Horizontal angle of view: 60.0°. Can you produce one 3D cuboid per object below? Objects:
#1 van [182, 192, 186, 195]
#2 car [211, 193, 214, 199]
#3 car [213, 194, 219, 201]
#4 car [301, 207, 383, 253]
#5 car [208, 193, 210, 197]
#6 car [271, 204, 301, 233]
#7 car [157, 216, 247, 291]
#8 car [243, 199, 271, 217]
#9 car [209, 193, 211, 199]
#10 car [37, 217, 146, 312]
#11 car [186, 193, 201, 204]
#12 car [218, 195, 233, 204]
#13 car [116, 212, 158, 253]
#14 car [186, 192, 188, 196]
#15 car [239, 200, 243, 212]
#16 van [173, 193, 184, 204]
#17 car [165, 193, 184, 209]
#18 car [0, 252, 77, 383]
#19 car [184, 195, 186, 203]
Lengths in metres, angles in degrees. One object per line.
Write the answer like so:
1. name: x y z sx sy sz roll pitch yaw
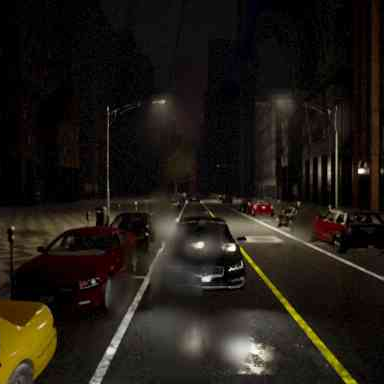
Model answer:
1. van: -2.334 1.172 53.150 1.690 1.788 3.998 0 0 0
2. car: 6.229 1.329 81.534 1.802 1.307 4.206 0 0 0
3. car: 6.214 1.331 70.179 2.008 1.369 4.403 0 0 0
4. car: 6.139 1.395 13.402 1.967 1.590 4.097 0 0 0
5. car: 6.243 1.297 92.889 1.802 1.307 4.206 0 0 0
6. car: 6.146 1.502 19.080 1.947 1.339 4.313 0 0 0
7. car: 0.270 1.474 9.041 1.837 1.490 4.892 0 0 0
8. car: 6.161 1.341 30.435 1.967 1.590 4.097 0 0 0
9. car: 6.236 1.256 87.381 1.752 1.417 4.829 0 0 0
10. car: -2.393 1.518 7.731 1.887 1.381 4.507 0 0 0
11. car: 0.438 1.375 60.155 1.994 1.385 4.181 0 0 0
12. car: 6.199 1.396 58.824 1.802 1.307 4.206 0 0 0
13. car: -2.386 1.521 13.409 1.947 1.339 4.313 0 0 0
14. car: -2.319 1.112 64.505 2.192 1.841 5.009 0 0 0
15. car: 6.169 1.449 36.113 1.947 1.339 4.313 0 0 0
16. van: -2.326 1.155 58.828 1.690 1.788 3.998 0 0 0
17. car: -2.349 1.306 41.795 1.967 1.590 4.097 0 0 0
18. car: -2.401 1.518 1.884 1.752 1.417 4.829 0 0 0
19. car: -2.341 1.399 47.473 2.008 1.369 4.403 0 0 0
